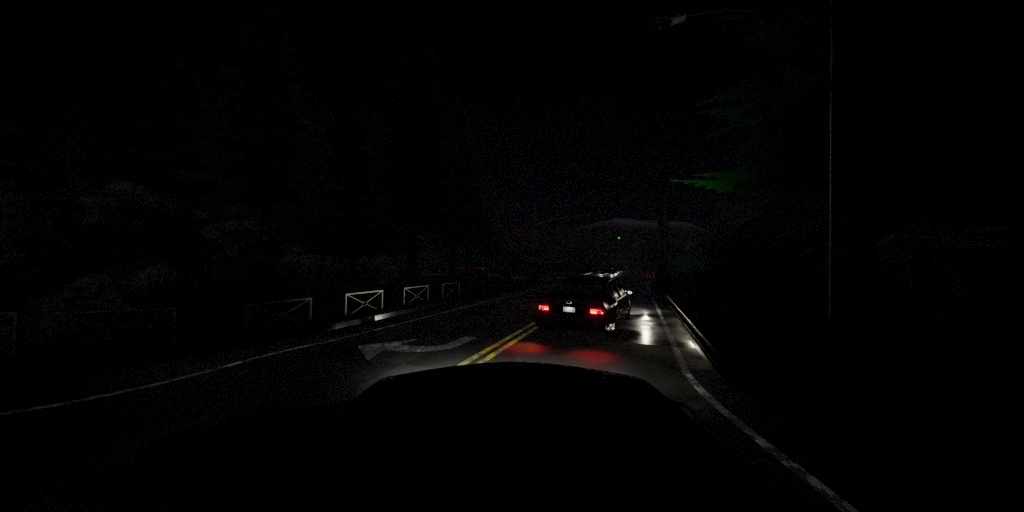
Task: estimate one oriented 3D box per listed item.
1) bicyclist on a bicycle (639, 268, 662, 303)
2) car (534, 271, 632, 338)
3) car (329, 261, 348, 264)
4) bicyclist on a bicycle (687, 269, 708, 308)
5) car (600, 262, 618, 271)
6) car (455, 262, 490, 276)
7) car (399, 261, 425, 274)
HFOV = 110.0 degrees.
[{"bbox_3d":[6.384,1.361,16.485,1.656,1.620,0.582,1,-1,-32],"label":"bicyclist on a bicycle"},{"bbox_3d":[2.276,1.289,10.266,2.033,1.411,5.357,1,-1,24],"label":"car"},{"bbox_3d":[-23.289,1.526,51.321,4.674,1.442,1.812,1,-1,23],"label":"car"},{"bbox_3d":[7.833,1.373,15.106,1.656,1.620,0.582,1,-1,-35],"label":"bicyclist on a bicycle"},{"bbox_3d":[15.462,2.025,57.932,2.097,1.767,4.553,1,-1,20],"label":"car"},{"bbox_3d":[-4.994,1.605,44.528,4.553,1.767,2.097,1,-1,20],"label":"car"},{"bbox_3d":[-13.884,1.480,47.703,4.553,1.767,2.097,1,-1,20],"label":"car"}]
